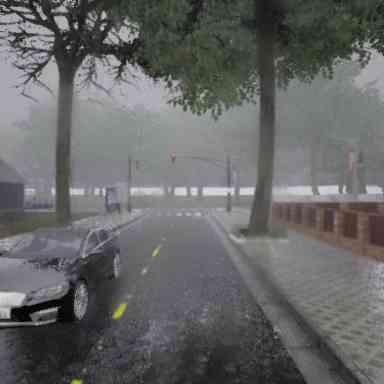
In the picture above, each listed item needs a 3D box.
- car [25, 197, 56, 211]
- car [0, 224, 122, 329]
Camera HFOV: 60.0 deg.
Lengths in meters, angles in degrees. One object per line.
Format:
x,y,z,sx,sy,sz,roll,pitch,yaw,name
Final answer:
-17.888,1.409,40.538,4.553,1.767,2.097,0,-1,0,car
-2.853,1.530,7.353,2.128,1.511,4.902,0,0,0,car
